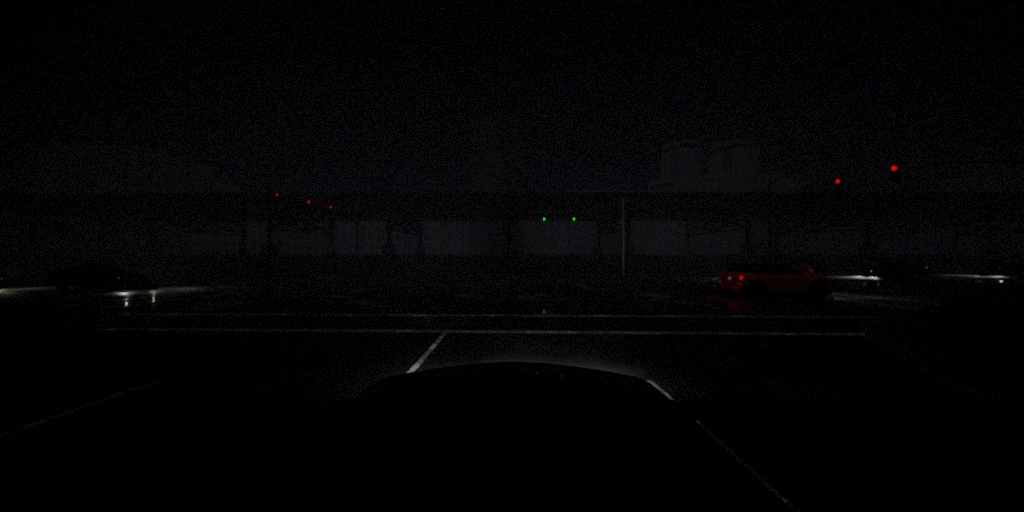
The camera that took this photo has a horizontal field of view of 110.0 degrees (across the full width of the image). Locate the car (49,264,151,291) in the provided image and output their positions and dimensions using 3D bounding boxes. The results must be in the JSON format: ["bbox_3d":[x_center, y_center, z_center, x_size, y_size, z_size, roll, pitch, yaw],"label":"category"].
[{"bbox_3d":[-25.176,1.275,22.021,5.008,1.535,1.882,0,0,2],"label":"car"}]

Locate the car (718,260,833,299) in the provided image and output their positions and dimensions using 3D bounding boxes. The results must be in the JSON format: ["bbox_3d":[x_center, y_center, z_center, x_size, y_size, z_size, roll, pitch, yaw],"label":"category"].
[{"bbox_3d":[12.733,1.087,17.460,4.553,1.767,2.097,0,0,1],"label":"car"}]

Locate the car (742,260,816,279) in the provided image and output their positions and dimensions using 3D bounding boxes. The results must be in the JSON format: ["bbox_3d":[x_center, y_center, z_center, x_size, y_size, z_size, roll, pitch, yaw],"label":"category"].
[{"bbox_3d":[23.306,1.157,31.380,5.008,1.535,1.882,-1,0,2],"label":"car"}]

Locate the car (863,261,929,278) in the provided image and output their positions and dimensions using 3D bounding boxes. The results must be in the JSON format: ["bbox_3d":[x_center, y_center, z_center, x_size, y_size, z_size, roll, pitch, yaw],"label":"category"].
[{"bbox_3d":[33.215,1.122,31.104,4.181,1.385,1.994,-1,0,2],"label":"car"}]

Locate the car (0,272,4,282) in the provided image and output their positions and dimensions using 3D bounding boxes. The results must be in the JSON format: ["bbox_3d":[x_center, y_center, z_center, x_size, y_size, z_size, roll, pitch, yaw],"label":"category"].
[{"bbox_3d":[-35.508,1.021,22.352,5.566,2.045,2.150,0,0,2],"label":"car"}]

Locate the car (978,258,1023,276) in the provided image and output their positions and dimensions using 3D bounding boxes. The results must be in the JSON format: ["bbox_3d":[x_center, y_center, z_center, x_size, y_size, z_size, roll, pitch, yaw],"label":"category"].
[{"bbox_3d":[43.218,0.920,30.816,4.674,1.442,1.812,-1,0,2],"label":"car"}]
